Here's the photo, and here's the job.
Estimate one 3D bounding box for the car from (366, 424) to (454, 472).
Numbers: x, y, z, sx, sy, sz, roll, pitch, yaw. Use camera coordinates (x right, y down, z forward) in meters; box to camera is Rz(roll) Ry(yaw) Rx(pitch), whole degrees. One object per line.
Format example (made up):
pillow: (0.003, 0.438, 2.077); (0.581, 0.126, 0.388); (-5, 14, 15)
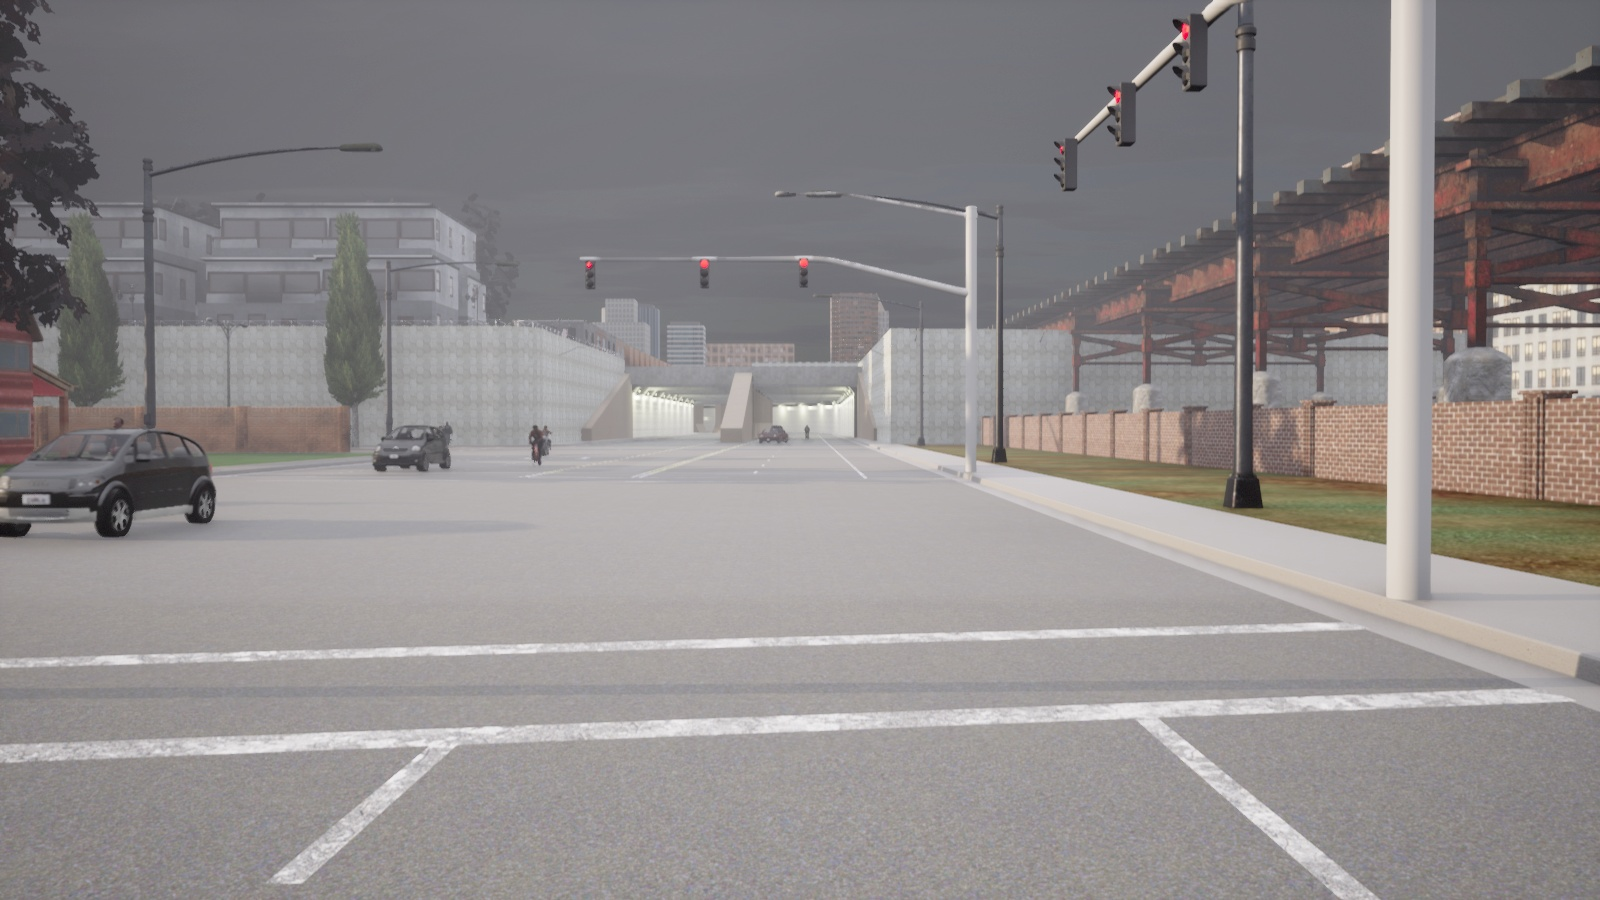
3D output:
car: (-13.739, -0.113, 44.454); (1.851, 1.617, 3.988); (0, 1, 0)

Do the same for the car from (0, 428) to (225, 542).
car: (-10.381, 0.445, 18.850); (1.789, 1.549, 3.705); (0, 1, 0)
